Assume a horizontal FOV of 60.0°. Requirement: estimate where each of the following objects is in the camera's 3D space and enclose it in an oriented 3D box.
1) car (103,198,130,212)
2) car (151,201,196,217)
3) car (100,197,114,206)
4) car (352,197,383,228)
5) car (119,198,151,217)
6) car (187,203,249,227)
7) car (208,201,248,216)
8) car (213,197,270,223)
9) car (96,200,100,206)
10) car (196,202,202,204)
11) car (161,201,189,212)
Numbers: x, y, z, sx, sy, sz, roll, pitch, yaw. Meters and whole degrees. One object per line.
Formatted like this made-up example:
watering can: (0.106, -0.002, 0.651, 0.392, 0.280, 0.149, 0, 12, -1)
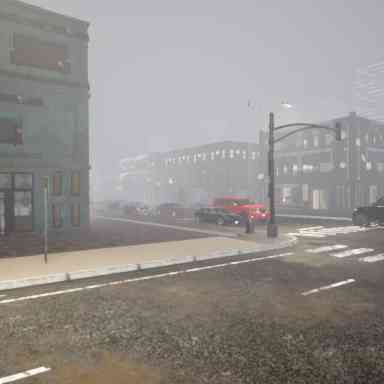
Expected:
car: (-10.365, 1.994, 47.417, 2.128, 1.511, 4.902, -1, 0, -35)
car: (-2.040, 1.819, 35.657, 1.882, 1.535, 5.008, -1, 0, -35)
car: (-15.254, 1.938, 64.221, 2.192, 1.841, 5.009, -1, 0, -35)
car: (12.416, 1.238, 20.039, 2.150, 2.045, 5.566, 1, -1, -20)
car: (-6.048, 1.845, 36.806, 1.967, 1.590, 4.097, -1, 0, -35)
car: (1.894, 1.813, 25.425, 1.947, 1.339, 4.313, -2, 0, -35)
car: (3.990, 1.808, 37.151, 2.008, 1.369, 4.403, -2, 0, -35)
car: (3.813, 1.448, 27.414, 2.150, 2.045, 5.566, -1, 0, -35)
car: (-18.455, 2.226, 68.733, 1.887, 1.381, 4.507, -1, 0, -35)
car: (-1.240, 1.945, 40.057, 1.895, 1.301, 4.718, -1, 0, -35)
car: (-2.421, 1.964, 46.174, 1.802, 1.307, 4.206, -2, 0, -35)
